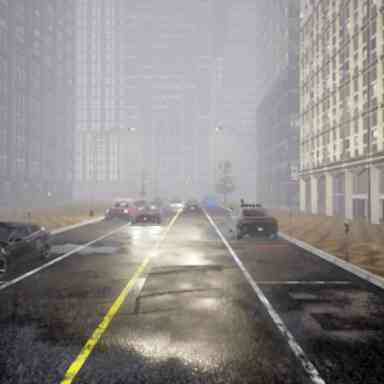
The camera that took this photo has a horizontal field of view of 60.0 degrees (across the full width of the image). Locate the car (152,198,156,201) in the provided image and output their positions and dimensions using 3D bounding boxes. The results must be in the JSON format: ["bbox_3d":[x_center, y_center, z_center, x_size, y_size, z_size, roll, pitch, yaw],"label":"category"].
[{"bbox_3d":[-5.667,1.591,38.053,1.947,1.339,4.313,1,0,0],"label":"car"}]

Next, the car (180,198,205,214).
[{"bbox_3d":[0.060,1.587,35.016,1.994,1.385,4.181,0,0,1],"label":"car"}]

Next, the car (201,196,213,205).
[{"bbox_3d":[2.724,1.477,60.611,1.967,1.590,4.097,1,0,0],"label":"car"}]

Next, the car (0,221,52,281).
[{"bbox_3d":[-5.679,1.574,9.839,1.947,1.339,4.313,1,0,0],"label":"car"}]

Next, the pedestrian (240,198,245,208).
[{"bbox_3d":[3.008,1.308,20.223,0.375,1.860,0.375,1,-1,0],"label":"pedestrian"}]

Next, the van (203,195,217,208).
[{"bbox_3d":[2.721,1.372,49.329,1.690,1.788,3.998,1,0,0],"label":"van"}]

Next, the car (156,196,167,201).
[{"bbox_3d":[-5.660,1.600,54.981,1.947,1.339,4.313,1,0,0],"label":"car"}]

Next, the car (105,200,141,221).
[{"bbox_3d":[-5.670,1.459,26.768,1.967,1.590,4.097,1,0,0],"label":"car"}]

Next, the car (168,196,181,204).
[{"bbox_3d":[-3.002,1.598,64.165,1.994,1.385,4.181,0,0,1],"label":"car"}]

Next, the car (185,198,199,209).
[{"bbox_3d":[0.032,1.595,47.266,1.994,1.385,4.181,0,0,0],"label":"car"}]

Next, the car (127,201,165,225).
[{"bbox_3d":[-3.089,1.581,23.908,1.994,1.385,4.181,0,0,0],"label":"car"}]

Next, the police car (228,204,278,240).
[{"bbox_3d":[3.007,1.438,17.206,1.930,1.638,5.238,0,0,0],"label":"police car"}]
